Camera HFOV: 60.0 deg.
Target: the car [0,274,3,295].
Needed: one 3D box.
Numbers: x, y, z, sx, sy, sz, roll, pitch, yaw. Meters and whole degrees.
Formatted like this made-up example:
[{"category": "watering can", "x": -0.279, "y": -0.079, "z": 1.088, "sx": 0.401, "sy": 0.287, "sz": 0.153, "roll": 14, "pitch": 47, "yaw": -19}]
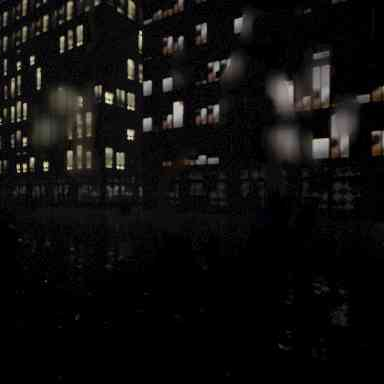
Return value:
[{"category": "car", "x": -5.823, "y": 1.509, "z": 7.000, "sx": 4.829, "sy": 1.417, "sz": 1.752, "roll": 0, "pitch": 0, "yaw": 35}]
